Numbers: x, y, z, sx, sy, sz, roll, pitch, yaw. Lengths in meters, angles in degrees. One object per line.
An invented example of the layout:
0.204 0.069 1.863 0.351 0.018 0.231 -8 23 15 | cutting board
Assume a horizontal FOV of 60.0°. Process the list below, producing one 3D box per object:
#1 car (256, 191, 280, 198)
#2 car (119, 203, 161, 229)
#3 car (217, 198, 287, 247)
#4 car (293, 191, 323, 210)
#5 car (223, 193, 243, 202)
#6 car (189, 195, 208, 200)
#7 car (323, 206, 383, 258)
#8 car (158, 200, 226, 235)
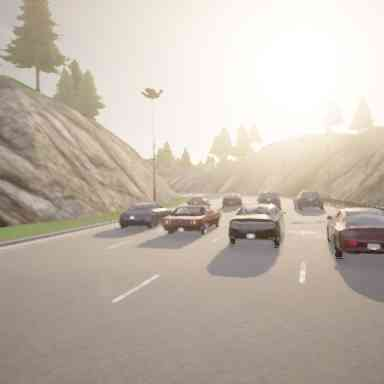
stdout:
7.254 0.717 31.667 2.097 1.767 4.553 -1 1 11 | car
-2.644 1.319 19.879 1.994 1.385 4.181 -1 1 17 | car
2.763 1.227 13.644 2.128 1.511 4.902 -1 1 18 | car
10.621 0.661 30.632 2.097 1.767 4.553 -1 1 11 | car
4.201 0.865 34.438 1.882 1.535 5.008 -1 1 9 | car
0.672 1.024 34.555 1.994 1.385 4.181 -1 1 10 | car
5.599 1.240 11.080 1.812 1.442 4.674 -1 1 18 | car
0.171 1.340 17.022 1.895 1.301 4.718 -1 1 17 | car
